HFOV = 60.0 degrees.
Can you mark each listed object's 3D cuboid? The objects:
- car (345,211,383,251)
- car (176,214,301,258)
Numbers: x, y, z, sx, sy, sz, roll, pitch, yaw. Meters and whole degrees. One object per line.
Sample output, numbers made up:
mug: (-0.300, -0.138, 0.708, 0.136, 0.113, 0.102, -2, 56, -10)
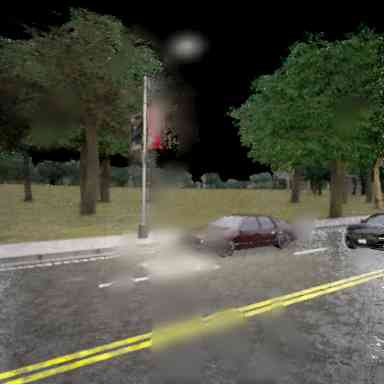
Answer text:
car: (8.216, 1.515, 13.534, 5.008, 1.535, 1.882, 0, 0, -35)
car: (2.022, 1.575, 13.110, 5.357, 1.411, 2.033, 0, 0, -35)
